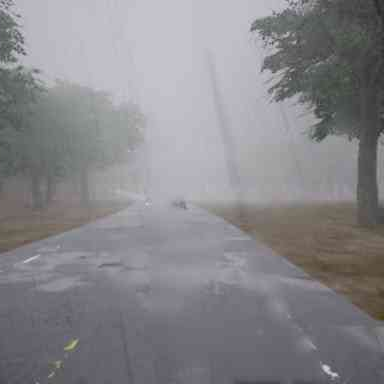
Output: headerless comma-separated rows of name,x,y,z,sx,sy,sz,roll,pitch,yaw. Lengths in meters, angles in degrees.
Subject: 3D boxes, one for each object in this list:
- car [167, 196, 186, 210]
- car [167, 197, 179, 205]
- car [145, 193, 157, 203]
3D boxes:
car,-1.884,1.314,43.104,2.097,1.767,4.553,0,0,-5
car,-3.358,1.546,57.574,1.895,1.301,4.718,0,0,-7
car,-8.551,1.168,69.717,2.150,2.045,5.566,0,0,-8
